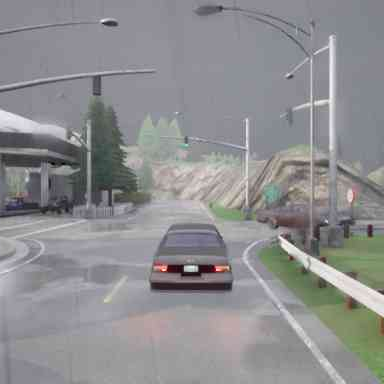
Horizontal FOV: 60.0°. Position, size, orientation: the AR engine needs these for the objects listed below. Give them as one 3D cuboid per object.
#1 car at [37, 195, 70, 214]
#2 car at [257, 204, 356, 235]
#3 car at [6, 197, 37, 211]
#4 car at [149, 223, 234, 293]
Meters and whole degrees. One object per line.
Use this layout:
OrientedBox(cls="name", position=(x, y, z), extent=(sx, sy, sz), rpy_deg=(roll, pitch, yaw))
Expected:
OrientedBox(cls="car", position=(-14.568, 1.307, 35.748), extent=(1.905, 1.878, 3.866), rpy_deg=(0, 0, -1))
OrientedBox(cls="car", position=(5.934, 1.361, 17.885), extent=(2.033, 1.411, 5.357), rpy_deg=(0, 0, -34))
OrientedBox(cls="car", position=(-20.280, 1.473, 40.019), extent=(2.242, 1.667, 4.611), rpy_deg=(0, 0, -1))
OrientedBox(cls="car", position=(0.020, 1.546, 9.000), extent=(2.033, 1.411, 5.357), rpy_deg=(0, 0, 1))
